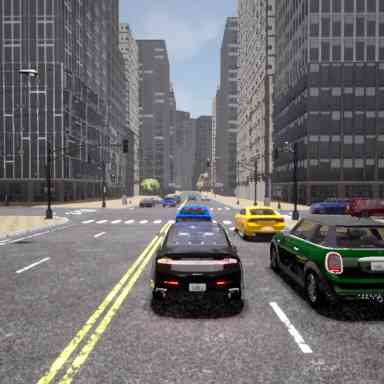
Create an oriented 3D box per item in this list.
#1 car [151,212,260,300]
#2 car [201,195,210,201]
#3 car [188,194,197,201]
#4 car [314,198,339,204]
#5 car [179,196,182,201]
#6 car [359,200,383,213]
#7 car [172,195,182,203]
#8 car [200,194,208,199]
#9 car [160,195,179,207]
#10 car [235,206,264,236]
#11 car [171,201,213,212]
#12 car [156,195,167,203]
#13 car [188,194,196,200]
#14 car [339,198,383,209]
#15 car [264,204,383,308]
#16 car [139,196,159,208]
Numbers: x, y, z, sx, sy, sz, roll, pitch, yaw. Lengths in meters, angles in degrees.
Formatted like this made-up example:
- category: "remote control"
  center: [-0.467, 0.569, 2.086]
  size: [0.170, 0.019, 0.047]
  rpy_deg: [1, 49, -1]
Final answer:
- category: "car"
  center: [0.105, 1.487, 8.364]
  size: [2.128, 1.511, 4.902]
  rpy_deg: [0, 0, 0]
- category: "car"
  center: [3.316, 1.510, 80.698]
  size: [1.895, 1.301, 4.718]
  rpy_deg: [0, 0, 0]
- category: "car"
  center: [0.066, 1.270, 80.641]
  size: [2.097, 1.767, 4.553]
  rpy_deg: [0, 0, 0]
- category: "car"
  center: [14.912, 1.449, 35.256]
  size: [4.553, 1.767, 2.097]
  rpy_deg: [1, 1, 1]
- category: "car"
  center: [-3.275, 1.515, 59.756]
  size: [1.994, 1.385, 4.181]
  rpy_deg: [0, 0, 0]
- category: "car"
  center: [21.840, 1.641, 37.734]
  size: [4.829, 1.417, 1.752]
  rpy_deg: [1, 0, 1]
- category: "car"
  center: [-3.194, 1.462, 70.473]
  size: [1.812, 1.442, 4.674]
  rpy_deg: [0, 0, 0]
- category: "car"
  center: [3.324, 1.334, 90.700]
  size: [1.895, 1.301, 4.718]
  rpy_deg: [0, 0, 0]
- category: "car"
  center: [-3.300, 1.489, 49.564]
  size: [1.812, 1.442, 4.674]
  rpy_deg: [0, 0, 0]
- category: "car"
  center: [3.363, 1.468, 17.256]
  size: [1.882, 1.535, 5.008]
  rpy_deg: [0, 0, 0]
- category: "car"
  center: [0.118, 1.468, 17.868]
  size: [1.882, 1.535, 5.008]
  rpy_deg: [0, 0, 1]
- category: "car"
  center: [-6.444, 1.436, 71.407]
  size: [1.837, 1.490, 4.892]
  rpy_deg: [0, 0, 0]
- category: "car"
  center: [0.073, 1.264, 90.673]
  size: [2.128, 1.511, 4.902]
  rpy_deg: [0, 0, 0]
- category: "car"
  center: [16.225, 1.518, 29.453]
  size: [5.009, 1.841, 2.192]
  rpy_deg: [1, 0, 1]
- category: "car"
  center: [3.356, 1.348, 8.076]
  size: [2.097, 1.767, 4.553]
  rpy_deg: [0, 0, 0]
- category: "car"
  center: [-6.545, 1.511, 49.135]
  size: [2.033, 1.411, 5.357]
  rpy_deg: [0, 0, 0]
